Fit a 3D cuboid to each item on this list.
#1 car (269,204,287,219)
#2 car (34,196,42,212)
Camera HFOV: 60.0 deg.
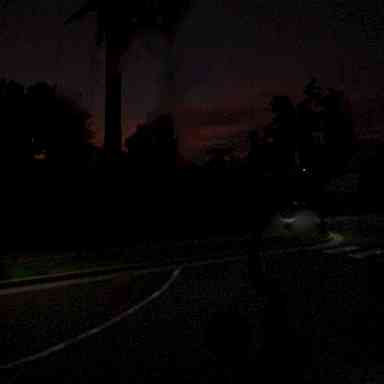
[{"bbox_3d":[7.484,1.869,34.081,1.837,1.490,4.892,0,0,-37],"label":"car"},{"bbox_3d":[-16.138,1.255,37.506,4.605,1.855,1.932,0,0,-36],"label":"car"}]
